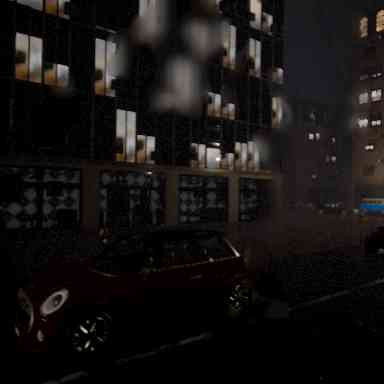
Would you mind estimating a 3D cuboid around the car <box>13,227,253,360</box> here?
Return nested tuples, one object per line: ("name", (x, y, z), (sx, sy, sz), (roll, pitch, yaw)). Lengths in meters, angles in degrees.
("car", (-0.876, 1.453, 5.921), (4.097, 1.590, 1.967), (0, 1, -36))

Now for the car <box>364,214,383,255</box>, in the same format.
("car", (8.197, 1.633, 12.399), (4.313, 1.339, 1.947), (0, 1, -36))

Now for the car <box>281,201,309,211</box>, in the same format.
("car", (15.483, 1.982, 48.707), (1.752, 1.417, 4.829), (1, -1, -35))

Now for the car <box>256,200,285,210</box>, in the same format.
("car", (12.413, 2.059, 53.124), (1.947, 1.339, 4.313), (1, -1, -35))

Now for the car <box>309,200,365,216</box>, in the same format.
("car", (15.031, 1.774, 34.675), (2.008, 1.369, 4.403), (1, -1, -35))

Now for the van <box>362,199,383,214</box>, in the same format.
("van", (21.916, 1.719, 39.456), (1.690, 1.788, 3.998), (1, -1, -35))
